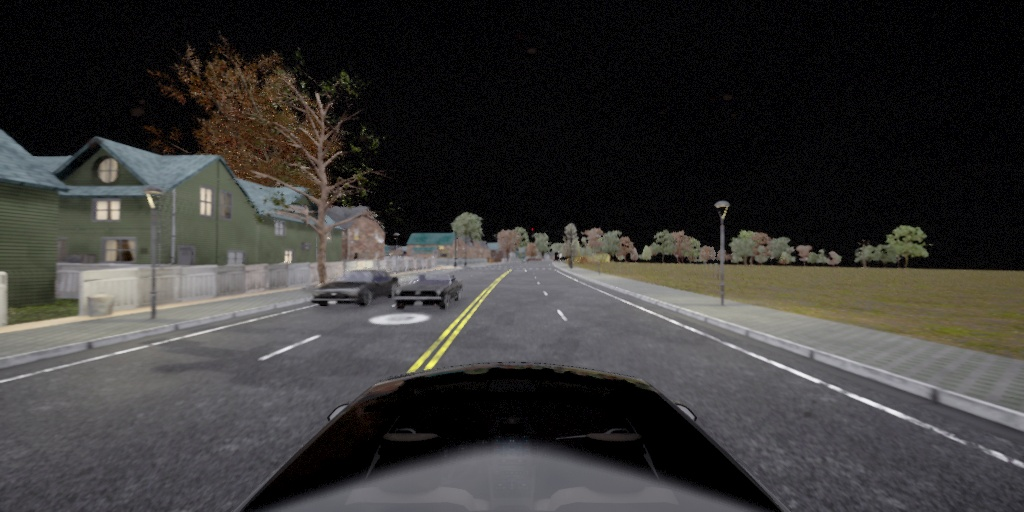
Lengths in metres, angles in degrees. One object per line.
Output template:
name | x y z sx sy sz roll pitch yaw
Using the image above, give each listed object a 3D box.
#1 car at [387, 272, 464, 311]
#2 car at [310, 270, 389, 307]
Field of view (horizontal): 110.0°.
car | -3.247 1.361 14.715 1.895 1.301 4.718 0 0 1
car | -6.485 1.309 15.683 2.033 1.411 5.357 0 0 1
